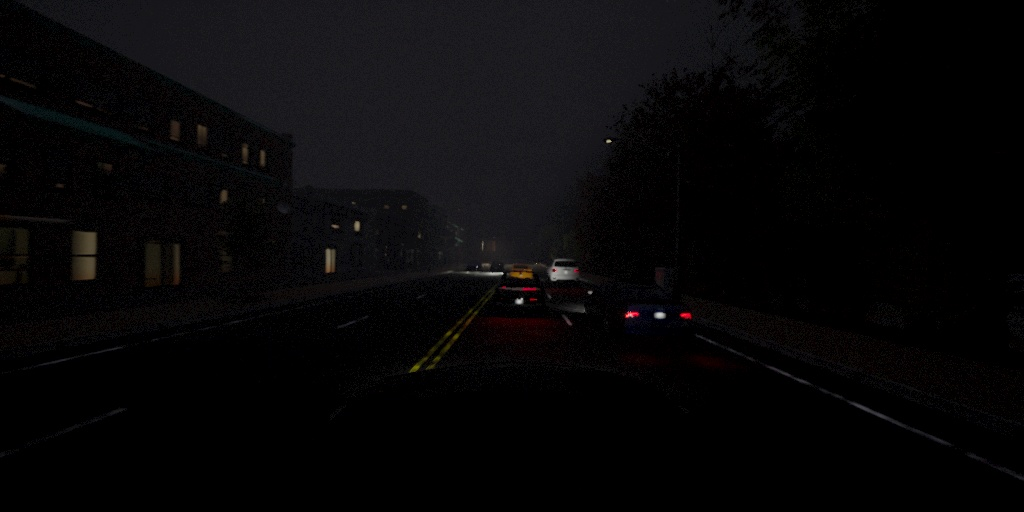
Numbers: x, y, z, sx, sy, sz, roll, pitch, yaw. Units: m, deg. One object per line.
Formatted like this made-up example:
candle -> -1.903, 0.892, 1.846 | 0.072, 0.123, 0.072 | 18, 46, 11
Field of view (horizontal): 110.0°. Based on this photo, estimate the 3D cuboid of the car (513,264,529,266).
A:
car -> 0.758, 1.432, 30.996 | 1.882, 1.535, 5.008 | 1, 0, 2

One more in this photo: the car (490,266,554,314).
car -> 0.322, 1.330, 14.433 | 2.128, 1.511, 4.902 | 1, 0, 2

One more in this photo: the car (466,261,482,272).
car -> -5.376, 1.449, 51.361 | 1.882, 1.535, 5.008 | 1, 0, 2

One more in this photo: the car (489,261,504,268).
car -> -2.121, 1.523, 51.492 | 2.128, 1.511, 4.902 | 1, 0, 2

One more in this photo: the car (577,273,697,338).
car -> 3.451, 1.420, 10.665 | 2.033, 1.411, 5.357 | 1, 0, 2

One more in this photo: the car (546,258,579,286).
car -> 3.929, 1.219, 28.239 | 2.150, 2.045, 5.566 | 1, 0, 2
